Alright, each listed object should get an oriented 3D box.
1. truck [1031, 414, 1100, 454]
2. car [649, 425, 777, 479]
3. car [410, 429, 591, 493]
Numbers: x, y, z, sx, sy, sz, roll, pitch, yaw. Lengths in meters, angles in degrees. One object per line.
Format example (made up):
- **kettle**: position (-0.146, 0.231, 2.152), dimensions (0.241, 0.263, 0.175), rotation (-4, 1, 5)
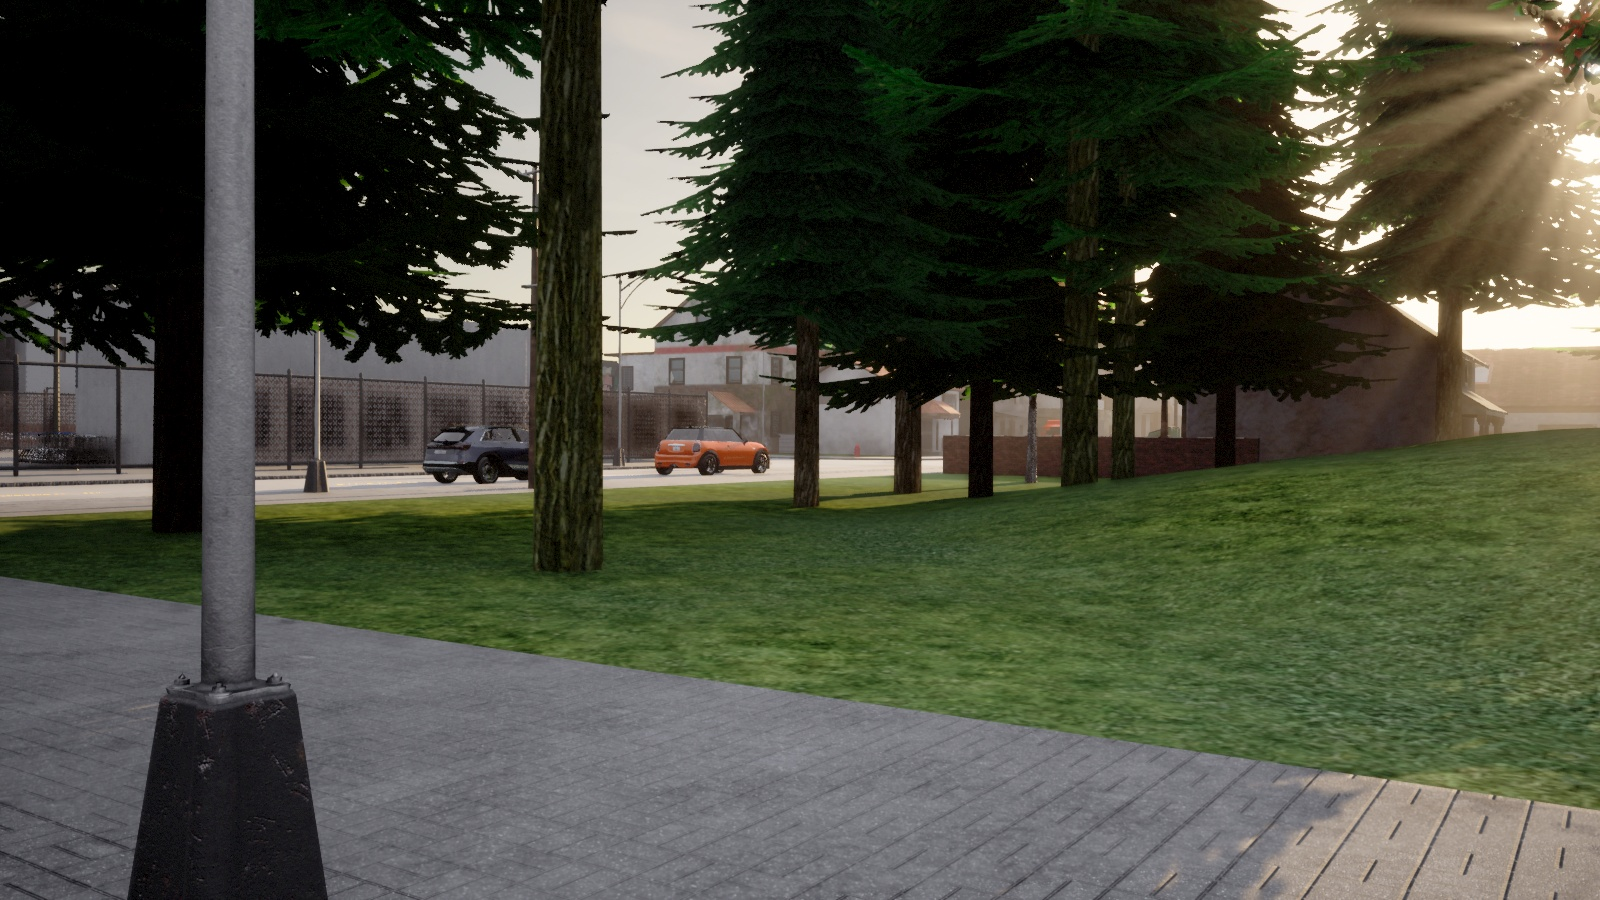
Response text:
- **truck**: position (17.161, -1.016, 80.939), dimensions (2.627, 2.467, 5.204), rotation (0, 1, 33)
- **car**: position (-2.931, 0.024, 43.387), dimensions (2.097, 1.767, 4.553), rotation (0, 1, 33)
- **car**: position (-8.315, 0.255, 35.293), dimensions (2.033, 1.649, 4.856), rotation (0, 1, 34)
